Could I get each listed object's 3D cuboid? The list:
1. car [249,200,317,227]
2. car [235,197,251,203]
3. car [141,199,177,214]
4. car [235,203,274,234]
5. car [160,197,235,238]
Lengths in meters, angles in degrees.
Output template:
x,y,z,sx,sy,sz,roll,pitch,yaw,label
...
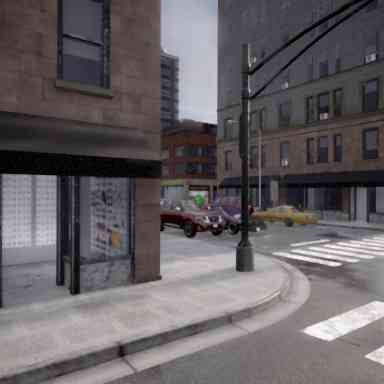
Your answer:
x,y,z,sx,sy,sz,roll,pitch,yaw,label
6.093,1.525,22.673,1.752,1.417,4.829,0,0,-35,car
2.896,1.309,27.159,2.192,1.841,5.009,0,0,-35,car
-3.699,1.526,36.407,1.887,1.381,4.507,0,0,-35,car
1.771,1.525,19.222,2.033,1.411,5.357,0,0,-38,car
-0.347,1.283,17.883,2.192,1.841,5.009,0,0,-35,car
